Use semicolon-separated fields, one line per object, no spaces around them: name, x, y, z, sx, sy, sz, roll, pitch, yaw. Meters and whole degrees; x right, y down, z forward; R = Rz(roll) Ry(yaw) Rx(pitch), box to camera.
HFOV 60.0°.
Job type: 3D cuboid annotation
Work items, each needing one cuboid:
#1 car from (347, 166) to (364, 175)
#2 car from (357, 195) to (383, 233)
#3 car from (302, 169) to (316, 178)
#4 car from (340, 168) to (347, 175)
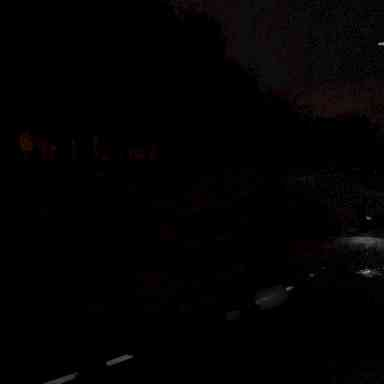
car;30.649;-4.076;61.862;1.970;1.475;3.806;0;3;35
car;8.698;0.911;15.325;1.812;1.442;4.674;0;4;23
car;19.055;-3.031;54.156;1.895;1.301;4.718;0;4;26
car;32.656;-4.291;69.771;1.994;1.385;4.181;0;2;41
